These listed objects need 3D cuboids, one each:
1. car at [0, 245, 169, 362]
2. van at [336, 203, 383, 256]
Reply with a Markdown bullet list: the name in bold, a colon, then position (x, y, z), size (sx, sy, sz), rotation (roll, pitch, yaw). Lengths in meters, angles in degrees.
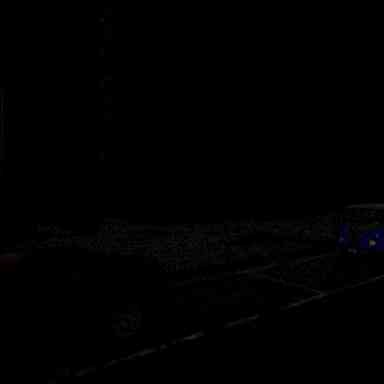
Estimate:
- **car**: position (-2.495, 1.541, 4.867), size (4.507, 1.381, 1.887), rotation (0, 0, -36)
- **van**: position (6.616, 1.271, 11.385), size (3.998, 1.788, 1.690), rotation (0, 0, -36)
